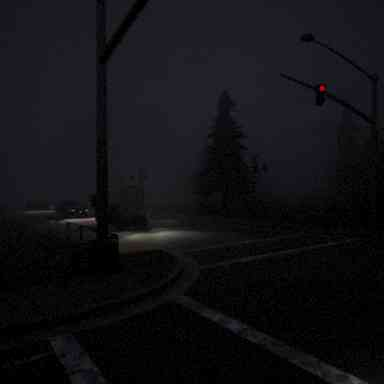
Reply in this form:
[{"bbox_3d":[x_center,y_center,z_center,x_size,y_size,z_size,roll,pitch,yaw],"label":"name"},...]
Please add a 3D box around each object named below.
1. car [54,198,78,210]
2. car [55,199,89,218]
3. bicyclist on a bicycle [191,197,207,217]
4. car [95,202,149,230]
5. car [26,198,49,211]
[{"bbox_3d":[-16.666,1.529,43.837,1.895,1.301,4.718,0,0,-36],"label":"car"},{"bbox_3d":[-10.733,1.454,29.654,1.837,1.490,4.892,0,0,-36],"label":"car"},{"bbox_3d":[0.544,1.204,26.952,1.656,1.620,0.582,-1,0,-36],"label":"bicyclist on a bicycle"},{"bbox_3d":[-4.545,1.426,21.249,1.882,1.535,5.008,0,0,-36],"label":"car"},{"bbox_3d":[-19.225,1.428,41.305,1.882,1.535,5.008,0,0,-36],"label":"car"}]
